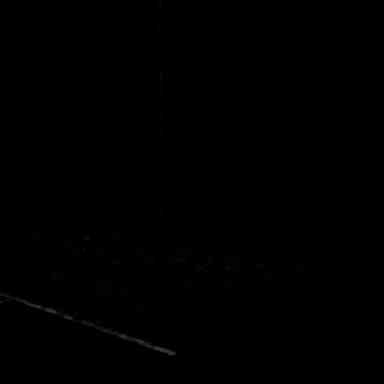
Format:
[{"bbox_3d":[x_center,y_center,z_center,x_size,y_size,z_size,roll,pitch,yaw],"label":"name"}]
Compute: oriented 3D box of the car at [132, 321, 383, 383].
[{"bbox_3d":[1.396,1.565,1.969,4.313,1.339,1.947,-1,0,35],"label":"car"}]
